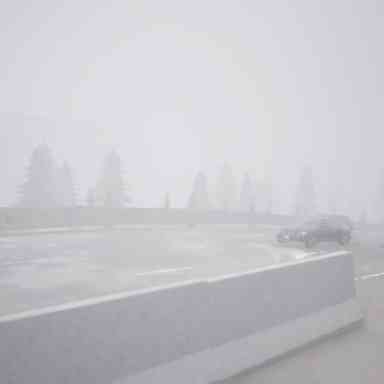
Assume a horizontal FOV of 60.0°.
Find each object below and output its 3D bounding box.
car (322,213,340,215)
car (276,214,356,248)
[{"bbox_3d":[9.687,2.313,23.791,4.553,1.767,2.097,6,-3,-35],"label":"car"},{"bbox_3d":[6.373,2.008,17.132,4.674,1.442,1.812,4,-2,-35],"label":"car"}]
